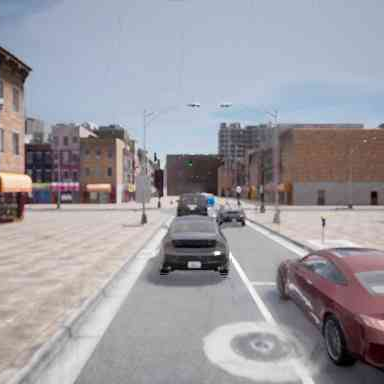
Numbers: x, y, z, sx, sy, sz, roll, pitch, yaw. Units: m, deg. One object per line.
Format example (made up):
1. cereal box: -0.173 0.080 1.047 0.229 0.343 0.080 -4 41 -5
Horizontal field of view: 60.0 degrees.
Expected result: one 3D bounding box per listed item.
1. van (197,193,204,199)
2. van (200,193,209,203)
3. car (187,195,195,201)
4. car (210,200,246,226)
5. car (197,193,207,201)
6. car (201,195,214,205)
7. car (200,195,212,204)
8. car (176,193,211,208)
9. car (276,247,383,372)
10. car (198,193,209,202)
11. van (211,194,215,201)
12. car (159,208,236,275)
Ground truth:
1. van: 2.343 1.152 93.310 1.690 1.788 3.998 0 0 0
2. van: 2.429 1.186 65.934 1.690 1.788 3.998 0 0 0
3. car: -0.248 1.359 79.537 2.033 1.411 5.357 0 0 0
4. car: 2.567 1.477 22.505 2.008 1.369 4.403 0 0 0
5. car: 2.377 1.139 82.360 2.192 1.841 5.009 0 0 0
6. car: 2.464 1.302 54.983 1.967 1.590 4.097 0 0 0
7. car: 2.447 1.293 60.458 1.967 1.590 4.097 0 0 0
8. car: 0.013 1.146 24.446 2.150 2.045 5.566 0 1 0
9. car: 2.622 1.560 5.468 1.802 1.307 4.206 0 0 0
10. car: 2.410 1.153 71.407 2.192 1.841 5.009 0 0 0
11. van: 2.481 1.213 49.507 1.690 1.788 3.998 0 0 0
12. car: 0.066 1.466 10.337 1.837 1.490 4.892 0 0 0
